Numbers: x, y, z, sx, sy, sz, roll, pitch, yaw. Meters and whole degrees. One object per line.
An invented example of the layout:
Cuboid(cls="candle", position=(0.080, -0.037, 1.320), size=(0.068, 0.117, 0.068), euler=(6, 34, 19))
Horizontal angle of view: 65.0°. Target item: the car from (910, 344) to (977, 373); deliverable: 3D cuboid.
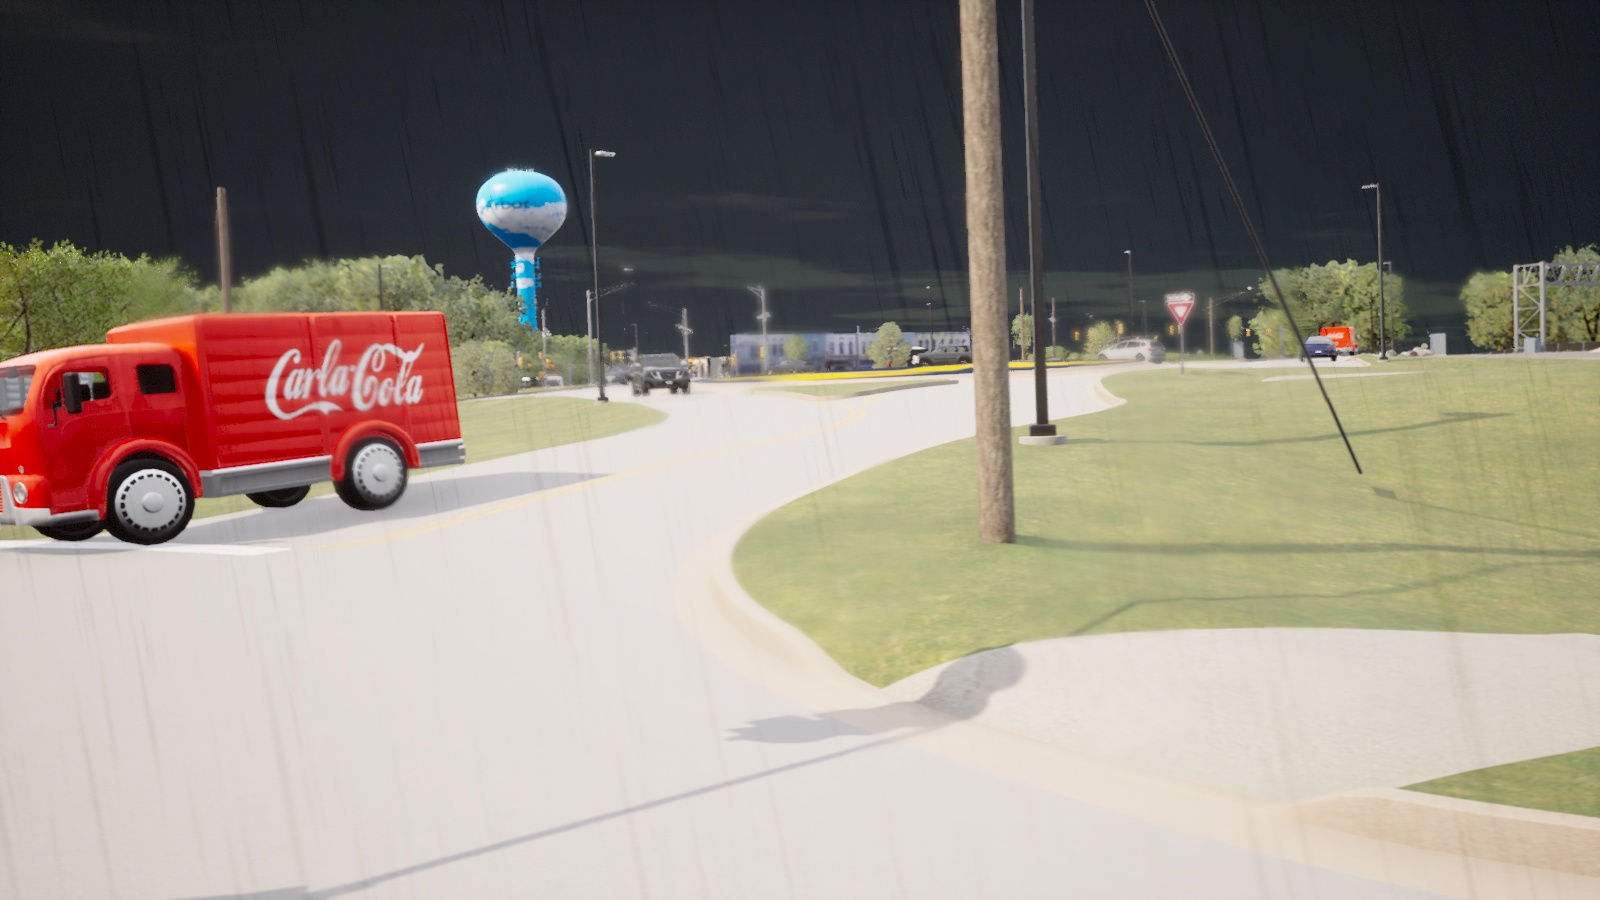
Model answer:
Cuboid(cls="car", position=(10.388, -6.602, 90.878), size=(4.605, 1.855, 1.932), euler=(-2, 1, 1))

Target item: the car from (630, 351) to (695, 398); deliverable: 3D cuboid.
Cuboid(cls="car", position=(-6.544, -3.554, 59.162), size=(2.150, 2.045, 5.566), euler=(-3, 4, -15))

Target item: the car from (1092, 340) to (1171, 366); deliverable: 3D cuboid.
Cuboid(cls="car", position=(22.097, -6.441, 83.916), size=(2.242, 1.667, 4.611), euler=(-3, 5, -40))

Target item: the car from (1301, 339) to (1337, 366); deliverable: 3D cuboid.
Cuboid(cls="car", position=(29.652, -5.535, 71.729), size=(1.812, 1.442, 4.674), euler=(1, 4, 22))

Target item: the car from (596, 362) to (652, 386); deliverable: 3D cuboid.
Cuboid(cls="car", position=(-12.645, -5.498, 90.696), size=(2.128, 1.511, 4.902), euler=(-1, 5, 16))

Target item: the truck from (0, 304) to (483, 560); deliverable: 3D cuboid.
Cuboid(cls="truck", position=(-6.870, -0.395, 15.163), size=(2.627, 2.467, 5.204), euler=(-1, 5, 37))
